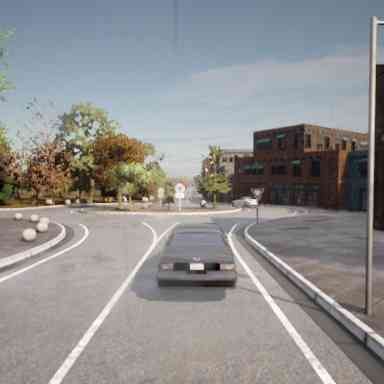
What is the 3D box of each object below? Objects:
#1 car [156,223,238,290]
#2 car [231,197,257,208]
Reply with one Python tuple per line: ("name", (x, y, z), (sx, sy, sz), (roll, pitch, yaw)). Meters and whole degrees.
("car", (0.160, 1.563, 9.250), (2.033, 1.411, 5.357), (0, 0, 1))
("car", (7.360, 1.436, 46.969), (1.812, 1.442, 4.674), (-1, 0, -30))
